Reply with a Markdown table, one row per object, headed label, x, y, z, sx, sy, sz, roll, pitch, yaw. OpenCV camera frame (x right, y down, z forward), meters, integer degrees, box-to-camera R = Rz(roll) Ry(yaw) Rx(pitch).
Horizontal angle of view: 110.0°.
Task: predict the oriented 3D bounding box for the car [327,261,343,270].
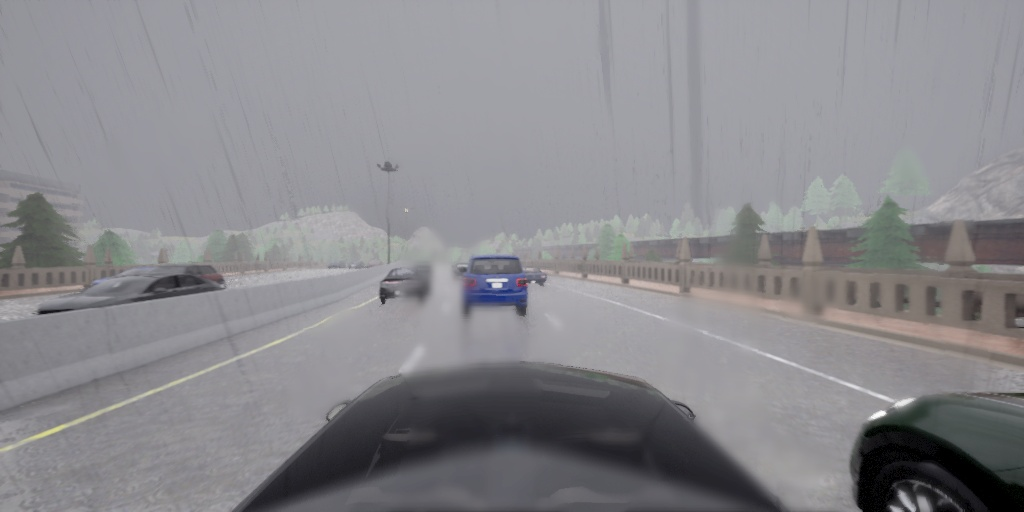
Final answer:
| label | x | y | z | sx | sy | sz | roll | pitch | yaw |
| --- | --- | --- | --- | --- | --- | --- | --- | --- | --- |
| car | -28.575 | 1.444 | 58.694 | 2.033 | 1.411 | 5.357 | 0 | 0 | -13 |

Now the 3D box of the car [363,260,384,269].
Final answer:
| label | x | y | z | sx | sy | sz | roll | pitch | yaw |
| --- | --- | --- | --- | --- | --- | --- | --- | --- | --- |
| car | -20.074 | 1.331 | 52.853 | 1.882 | 1.535 | 5.008 | 0 | 0 | -13 |

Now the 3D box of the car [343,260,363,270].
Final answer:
| label | x | y | z | sx | sy | sz | roll | pitch | yaw |
| --- | --- | --- | --- | --- | --- | --- | --- | --- | --- |
| car | -24.515 | 1.368 | 56.560 | 2.128 | 1.511 | 4.902 | 0 | 0 | -12 |

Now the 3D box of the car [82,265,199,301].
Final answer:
| label | x | y | z | sx | sy | sz | roll | pitch | yaw |
| --- | --- | --- | --- | --- | --- | --- | --- | --- | --- |
| car | -19.609 | 1.317 | 19.331 | 1.882 | 1.535 | 5.008 | 0 | 0 | -12 |

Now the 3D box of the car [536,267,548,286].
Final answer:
| label | x | y | z | sx | sy | sz | roll | pitch | yaw |
| --- | --- | --- | --- | --- | --- | --- | --- | --- | --- |
| car | 0.901 | 1.344 | 24.601 | 1.895 | 1.301 | 4.718 | 0 | 0 | -12 |

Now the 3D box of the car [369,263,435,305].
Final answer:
| label | x | y | z | sx | sy | sz | roll | pitch | yaw |
| --- | --- | --- | --- | --- | --- | --- | --- | --- | --- |
| car | -4.718 | 1.260 | 16.392 | 2.128 | 1.511 | 4.902 | 0 | 0 | -8 |

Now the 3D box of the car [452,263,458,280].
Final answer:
| label | x | y | z | sx | sy | sz | roll | pitch | yaw |
| --- | --- | --- | --- | --- | --- | --- | --- | --- | --- |
| car | -4.190 | 1.295 | 31.408 | 1.812 | 1.442 | 4.674 | 0 | 0 | -13 |

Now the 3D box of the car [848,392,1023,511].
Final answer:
| label | x | y | z | sx | sy | sz | roll | pitch | yaw |
| --- | --- | --- | --- | --- | --- | --- | --- | --- | --- |
| car | 3.421 | 1.095 | 0.646 | 2.097 | 1.767 | 4.553 | 0 | 0 | 2 |

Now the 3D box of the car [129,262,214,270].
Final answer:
| label | x | y | z | sx | sy | sz | roll | pitch | yaw |
| --- | --- | --- | --- | --- | --- | --- | --- | --- | --- |
| car | -15.548 | 1.167 | 16.543 | 2.097 | 1.767 | 4.553 | 0 | 0 | -10 |

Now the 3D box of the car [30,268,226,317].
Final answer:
| label | x | y | z | sx | sy | sz | roll | pitch | yaw |
| --- | --- | --- | --- | --- | --- | --- | --- | --- | --- |
| car | -11.258 | 1.295 | 11.017 | 1.837 | 1.490 | 4.892 | 0 | 0 | -6 |

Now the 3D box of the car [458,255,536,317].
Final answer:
| label | x | y | z | sx | sy | sz | roll | pitch | yaw |
| --- | --- | --- | --- | --- | --- | --- | --- | --- | --- |
| car | -0.759 | 0.974 | 13.387 | 2.150 | 2.045 | 5.566 | 0 | 0 | -7 |
